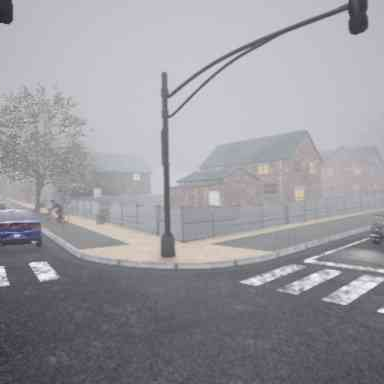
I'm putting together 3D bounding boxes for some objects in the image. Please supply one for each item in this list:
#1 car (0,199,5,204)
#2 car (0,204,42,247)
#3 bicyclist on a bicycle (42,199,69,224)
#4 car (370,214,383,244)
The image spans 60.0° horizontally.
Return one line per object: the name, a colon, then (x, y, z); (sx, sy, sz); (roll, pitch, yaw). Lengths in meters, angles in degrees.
car: (-24.341, 1.632, 41.496); (2.033, 1.411, 5.357); (-1, 0, -31)
car: (-7.796, 1.489, 14.465); (1.882, 1.535, 5.008); (-1, 0, -32)
bicyclist on a bicycle: (-8.949, 1.297, 21.868); (1.656, 1.620, 0.582); (-1, 0, -31)
car: (8.675, 1.202, 13.191); (4.892, 1.490, 1.837); (-2, 0, -44)
